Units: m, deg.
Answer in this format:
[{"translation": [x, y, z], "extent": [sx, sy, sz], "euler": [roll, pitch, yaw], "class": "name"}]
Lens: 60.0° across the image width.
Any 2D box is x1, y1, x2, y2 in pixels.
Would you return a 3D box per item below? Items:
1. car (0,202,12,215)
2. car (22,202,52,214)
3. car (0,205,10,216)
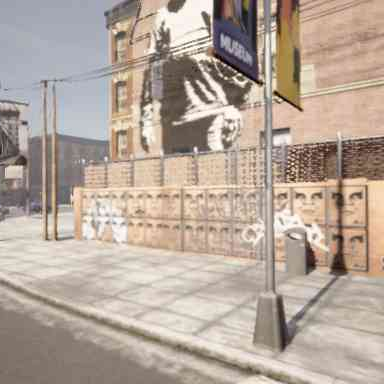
[{"translation": [-23.818, 2.016, 39.571], "extent": [1.812, 1.442, 4.674], "euler": [-1, 0, 8], "class": "car"}, {"translation": [-19.595, 1.998, 42.680], "extent": [1.812, 1.442, 4.674], "euler": [-1, 0, 15], "class": "car"}, {"translation": [-20.741, 1.924, 33.380], "extent": [1.837, 1.490, 4.892], "euler": [-1, 0, -3], "class": "car"}]
